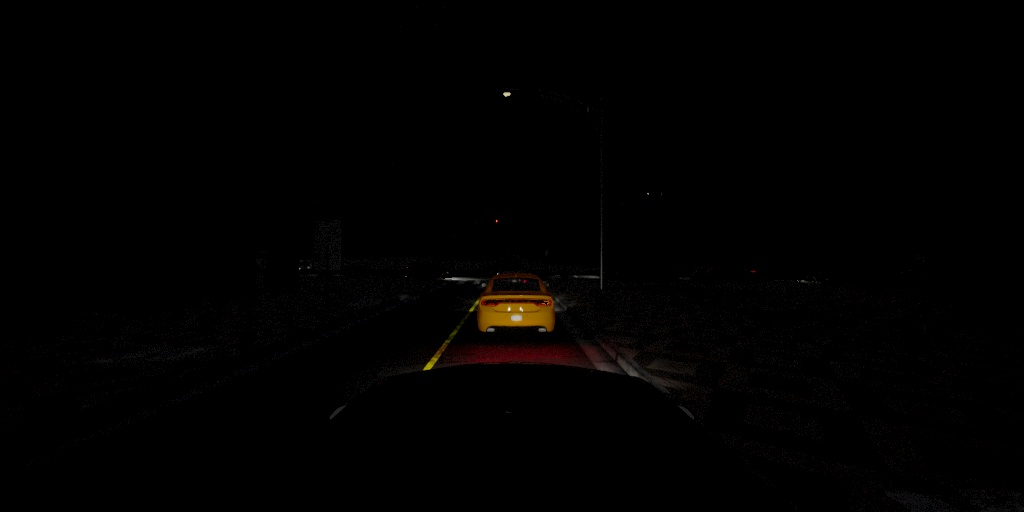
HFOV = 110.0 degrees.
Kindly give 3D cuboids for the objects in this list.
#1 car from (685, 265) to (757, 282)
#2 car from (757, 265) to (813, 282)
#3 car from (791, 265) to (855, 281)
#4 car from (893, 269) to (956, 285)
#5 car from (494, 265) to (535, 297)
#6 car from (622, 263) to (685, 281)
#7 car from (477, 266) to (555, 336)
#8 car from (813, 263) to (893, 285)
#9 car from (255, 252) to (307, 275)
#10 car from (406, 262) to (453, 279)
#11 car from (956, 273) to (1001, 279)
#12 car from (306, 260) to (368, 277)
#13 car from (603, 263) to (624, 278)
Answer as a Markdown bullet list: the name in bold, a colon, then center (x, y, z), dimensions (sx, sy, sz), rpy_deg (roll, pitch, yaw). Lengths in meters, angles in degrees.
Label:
- **car**: center (17.953, 1.564, 30.981), dimensions (4.829, 1.417, 1.751), rpy_deg (0, 0, 0)
- **car**: center (24.766, 1.651, 33.636), dimensions (4.892, 1.490, 1.837), rpy_deg (1, 0, 0)
- **car**: center (31.882, 1.764, 36.821), dimensions (4.892, 1.490, 1.837), rpy_deg (1, 0, 0)
- **car**: center (34.714, 1.856, 30.970), dimensions (4.507, 1.381, 1.888), rpy_deg (0, 0, 0)
- **car**: center (0.110, 1.293, 20.257), dimensions (2.033, 1.411, 5.357), rpy_deg (0, 0, 0)
- **car**: center (12.141, 1.517, 30.985), dimensions (4.313, 1.339, 1.948), rpy_deg (0, 0, 0)
- **car**: center (0.103, 1.225, 10.430), dimensions (1.882, 1.535, 5.008), rpy_deg (0, 0, 0)
- **car**: center (29.070, 1.533, 30.974), dimensions (5.009, 1.841, 2.192), rpy_deg (0, 0, 0)
- **car**: center (-21.840, 0.681, 33.664), dimensions (5.566, 2.045, 2.150), rpy_deg (1, 0, 0)
- **car**: center (-7.411, 1.242, 32.113), dimensions (4.181, 1.385, 1.994), rpy_deg (1, 0, 25)
- **car**: center (40.364, 1.988, 30.967), dimensions (4.207, 1.307, 1.802), rpy_deg (0, 0, 0)
- **car**: center (-14.767, 1.110, 30.905), dimensions (4.403, 1.370, 2.007), rpy_deg (0, 0, 0)
- **car**: center (11.899, 1.448, 36.842), dimensions (4.892, 1.490, 1.837), rpy_deg (1, 0, 0)
